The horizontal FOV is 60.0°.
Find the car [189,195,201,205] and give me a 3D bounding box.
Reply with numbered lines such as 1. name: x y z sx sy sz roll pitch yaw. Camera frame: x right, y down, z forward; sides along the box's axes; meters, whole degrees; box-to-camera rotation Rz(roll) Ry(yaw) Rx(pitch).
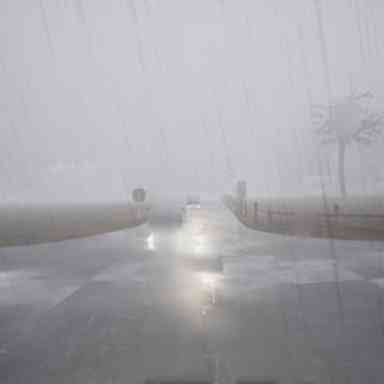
1. car: 0.369 1.228 49.791 2.033 1.411 5.357 0 0 3

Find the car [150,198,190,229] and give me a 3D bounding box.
1. car: -1.379 1.356 20.908 1.882 1.535 5.008 0 1 3
